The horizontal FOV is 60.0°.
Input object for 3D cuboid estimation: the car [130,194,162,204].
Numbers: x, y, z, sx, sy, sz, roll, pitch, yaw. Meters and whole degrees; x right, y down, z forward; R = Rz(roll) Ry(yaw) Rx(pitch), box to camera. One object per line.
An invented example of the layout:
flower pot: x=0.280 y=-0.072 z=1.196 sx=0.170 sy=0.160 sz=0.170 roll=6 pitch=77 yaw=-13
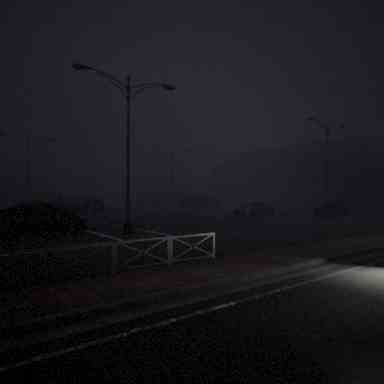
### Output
car: x=-7.746 y=1.255 z=58.979 sx=5.027 sy=1.636 sz=2.152 roll=0 pitch=0 yaw=-37

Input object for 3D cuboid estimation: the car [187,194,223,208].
car: x=2.097 y=1.200 z=46.740 sx=4.605 sy=1.855 sz=1.932 roll=0 pitch=0 yaw=-37

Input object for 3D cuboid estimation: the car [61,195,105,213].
car: x=-10.472 y=1.359 z=32.626 sx=3.633 sy=1.501 sz=1.845 roll=0 pitch=0 yaw=-37

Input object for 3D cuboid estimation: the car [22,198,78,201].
car: x=-9.397 y=1.344 z=18.553 sx=5.027 sy=1.636 sz=2.152 roll=0 pitch=0 yaw=-37

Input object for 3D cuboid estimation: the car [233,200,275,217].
car: x=5.539 y=1.461 z=29.747 sx=3.806 sy=1.475 sz=1.970 roll=0 pitch=0 yaw=-37

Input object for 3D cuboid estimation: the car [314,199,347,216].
car: x=13.248 y=1.476 z=31.873 sx=3.633 sy=1.501 sz=1.845 roll=0 pitch=0 yaw=-37

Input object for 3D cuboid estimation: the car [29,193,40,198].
car: x=-23.476 y=1.140 z=50.941 sx=4.605 sy=1.855 sz=1.932 roll=0 pitch=0 yaw=-37

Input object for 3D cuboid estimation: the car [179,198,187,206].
car: x=0.008 y=1.178 z=48.801 sx=3.866 sy=1.878 sz=1.905 roll=0 pitch=0 yaw=-37

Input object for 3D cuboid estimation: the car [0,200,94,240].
car: x=-7.455 y=1.353 z=16.089 sx=4.514 sy=1.523 sz=2.007 roll=0 pitch=0 yaw=-37

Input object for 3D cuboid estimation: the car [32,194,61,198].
car: x=-16.494 y=1.338 z=40.601 sx=4.514 sy=1.523 sz=2.007 roll=0 pitch=0 yaw=-37

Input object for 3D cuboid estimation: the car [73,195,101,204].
car: x=-19.719 y=1.375 z=62.529 sx=4.514 sy=1.523 sz=2.007 roll=0 pitch=0 yaw=-37

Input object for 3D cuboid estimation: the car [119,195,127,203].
car: x=-11.892 y=1.333 z=63.887 sx=3.806 sy=1.475 sz=1.970 roll=0 pitch=0 yaw=-37
